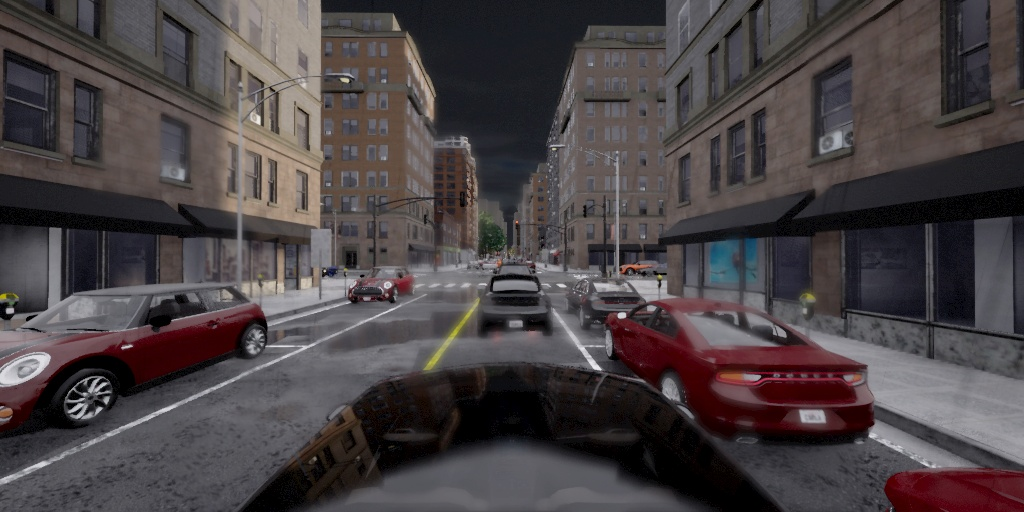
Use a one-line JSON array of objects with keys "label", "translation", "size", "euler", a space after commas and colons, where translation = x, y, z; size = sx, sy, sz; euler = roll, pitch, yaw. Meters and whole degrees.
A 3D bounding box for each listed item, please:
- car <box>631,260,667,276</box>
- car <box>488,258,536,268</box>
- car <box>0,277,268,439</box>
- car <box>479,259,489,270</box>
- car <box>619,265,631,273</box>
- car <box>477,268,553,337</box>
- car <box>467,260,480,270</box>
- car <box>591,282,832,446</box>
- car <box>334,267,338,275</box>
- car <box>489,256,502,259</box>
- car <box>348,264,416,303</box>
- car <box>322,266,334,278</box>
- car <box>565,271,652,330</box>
[{"label": "car", "translation": [15.203, 1.395, 36.019], "size": [5.357, 1.411, 2.033], "euler": [0, 0, 0]}, {"label": "car", "translation": [0.127, 1.108, 17.748], "size": [2.097, 1.767, 4.553], "euler": [0, 0, 0]}, {"label": "car", "translation": [-5.850, 1.190, 5.426], "size": [1.967, 1.591, 4.097], "euler": [0, 0, 0]}, {"label": "car", "translation": [-3.104, 1.389, 50.787], "size": [1.895, 1.301, 4.718], "euler": [0, 0, 0]}, {"label": "car", "translation": [14.039, 1.221, 39.280], "size": [4.553, 1.767, 2.097], "euler": [0, 0, 0]}, {"label": "car", "translation": [0.060, 1.258, 10.334], "size": [1.837, 1.490, 4.892], "euler": [0, 0, -1]}, {"label": "car", "translation": [-5.888, 1.345, 54.774], "size": [2.007, 1.370, 4.403], "euler": [0, 0, 0]}, {"label": "car", "translation": [2.676, 1.296, 5.417], "size": [1.888, 1.381, 4.507], "euler": [0, 0, 0]}, {"label": "car", "translation": [-18.398, 1.150, 32.441], "size": [5.008, 1.535, 1.882], "euler": [0, 0, 0]}, {"label": "car", "translation": [-3.148, 1.159, 60.759], "size": [2.097, 1.767, 4.553], "euler": [0, 0, 0]}, {"label": "car", "translation": [-5.829, 1.195, 16.413], "size": [1.967, 1.591, 4.097], "euler": [0, 0, 0]}, {"label": "car", "translation": [-18.009, 0.869, 29.187], "size": [5.566, 2.045, 2.150], "euler": [0, 0, 0]}, {"label": "car", "translation": [2.687, 1.303, 10.908], "size": [2.007, 1.370, 4.403], "euler": [0, 0, 0]}]
